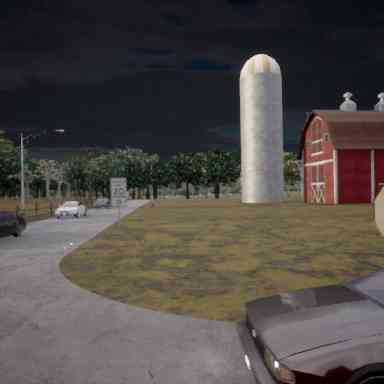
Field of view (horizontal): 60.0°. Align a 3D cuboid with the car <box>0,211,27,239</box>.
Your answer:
[{"bbox_3d":[-9.479,1.596,15.396,2.033,1.411,5.357,-1,0,-6],"label":"car"}]

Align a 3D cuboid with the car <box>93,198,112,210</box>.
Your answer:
[{"bbox_3d":[-12.254,1.618,45.794,1.837,1.490,4.892,-1,-1,-5],"label":"car"}]

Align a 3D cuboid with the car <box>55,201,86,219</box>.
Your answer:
[{"bbox_3d":[-10.848,1.584,30.057,1.812,1.442,4.674,-1,0,-5],"label":"car"}]

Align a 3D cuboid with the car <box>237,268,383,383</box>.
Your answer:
[{"bbox_3d":[3.302,1.544,3.906,5.357,1.411,2.033,0,0,-2],"label":"car"}]
